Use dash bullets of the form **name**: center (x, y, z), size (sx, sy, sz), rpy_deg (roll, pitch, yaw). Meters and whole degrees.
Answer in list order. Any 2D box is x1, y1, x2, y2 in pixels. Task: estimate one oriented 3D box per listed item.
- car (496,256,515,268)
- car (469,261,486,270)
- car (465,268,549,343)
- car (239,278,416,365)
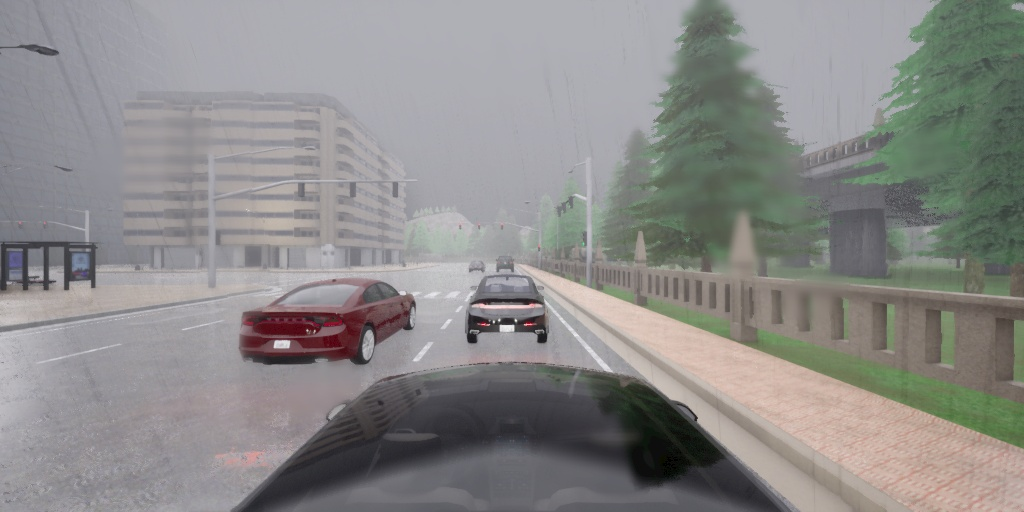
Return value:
- **car**: center (-0.867, 0.972, 45.324), size (2.150, 2.045, 5.566), rpy_deg (0, 0, -1)
- **car**: center (-4.370, 1.298, 45.013), size (2.033, 1.411, 5.357), rpy_deg (0, 0, -1)
- **car**: center (-0.128, 1.242, 9.631), size (2.128, 1.511, 4.902), rpy_deg (0, 0, -1)
- **car**: center (-3.596, 1.228, 8.069), size (1.882, 1.535, 5.008), rpy_deg (0, 0, 0)
